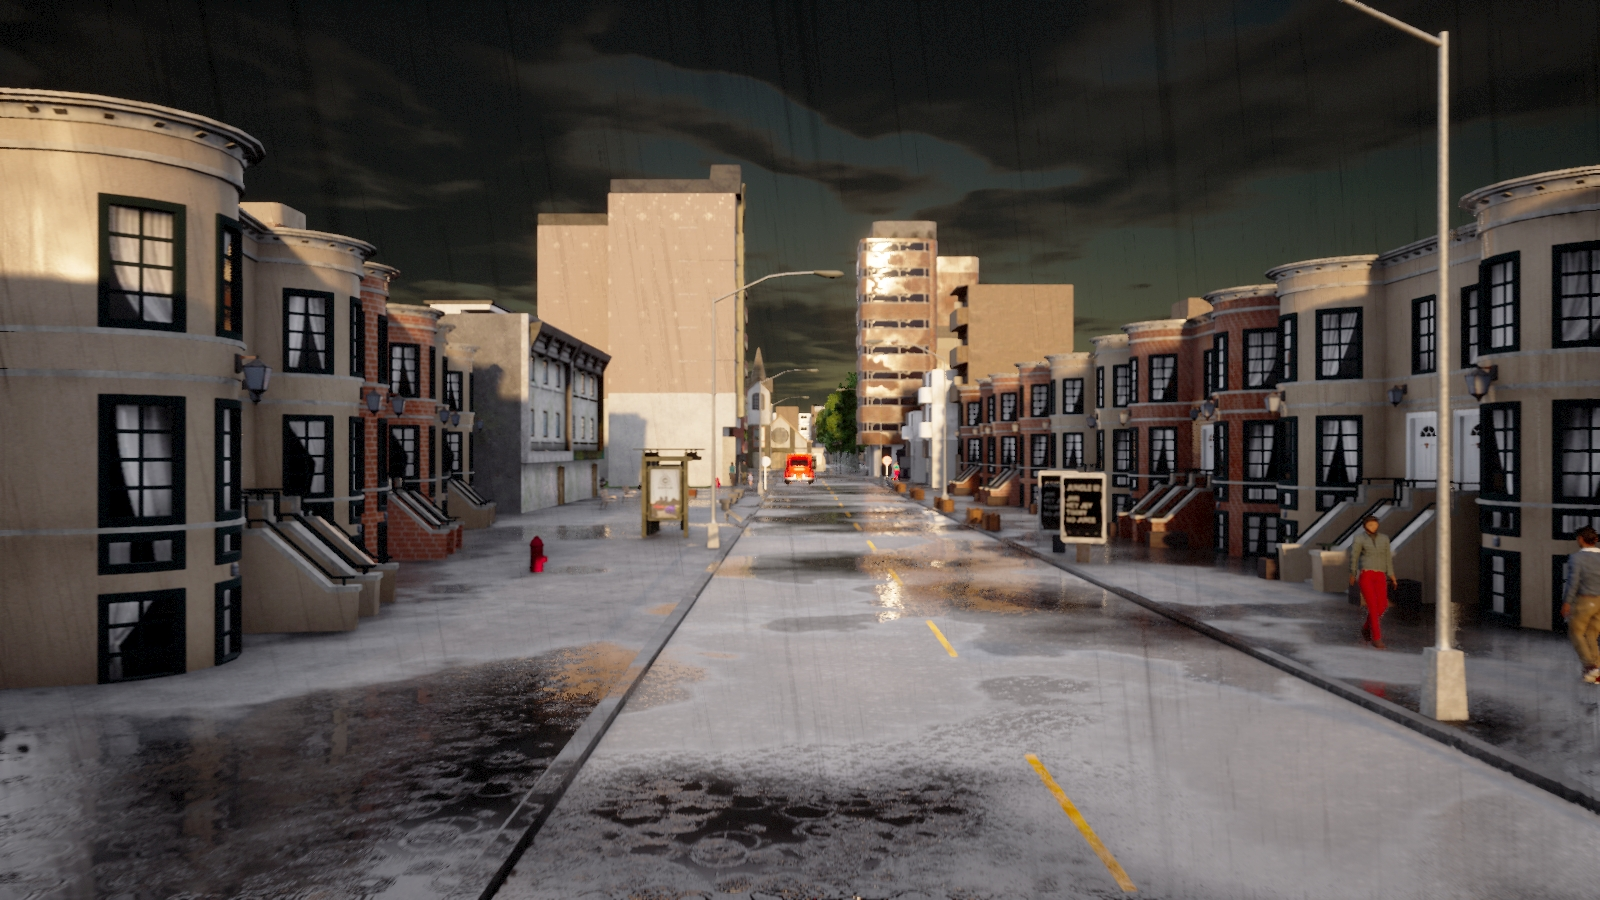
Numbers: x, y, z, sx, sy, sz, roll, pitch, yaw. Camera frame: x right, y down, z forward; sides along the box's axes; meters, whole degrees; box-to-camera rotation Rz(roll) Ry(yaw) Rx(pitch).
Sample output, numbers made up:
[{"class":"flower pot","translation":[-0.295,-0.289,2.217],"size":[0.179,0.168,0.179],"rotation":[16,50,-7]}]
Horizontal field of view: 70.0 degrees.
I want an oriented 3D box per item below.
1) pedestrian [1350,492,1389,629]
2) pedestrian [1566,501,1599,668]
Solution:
[{"class":"pedestrian","translation":[7.907,1.524,15.866],"size":[0.375,1.860,0.375],"rotation":[0,0,6]},{"class":"pedestrian","translation":[9.049,1.524,13.044],"size":[0.375,1.860,0.375],"rotation":[0,0,4]}]
